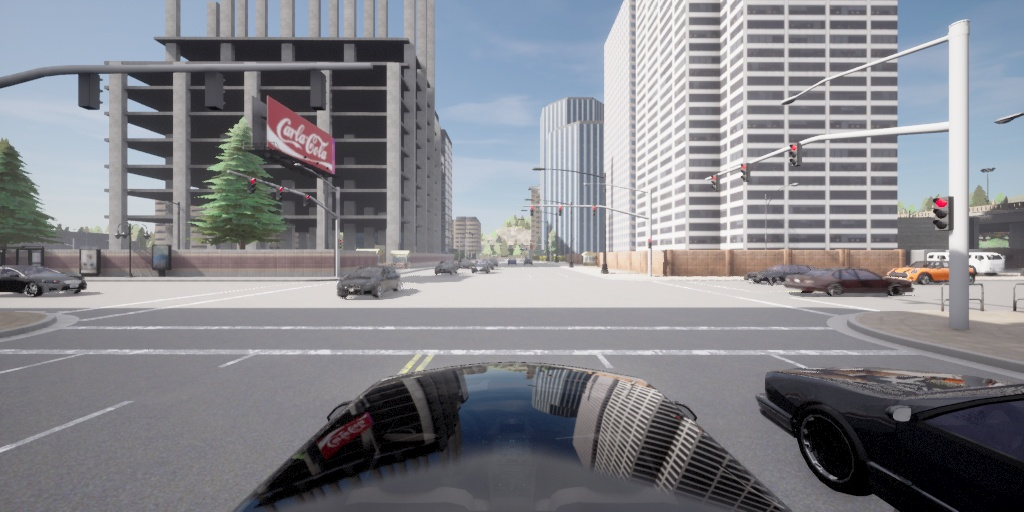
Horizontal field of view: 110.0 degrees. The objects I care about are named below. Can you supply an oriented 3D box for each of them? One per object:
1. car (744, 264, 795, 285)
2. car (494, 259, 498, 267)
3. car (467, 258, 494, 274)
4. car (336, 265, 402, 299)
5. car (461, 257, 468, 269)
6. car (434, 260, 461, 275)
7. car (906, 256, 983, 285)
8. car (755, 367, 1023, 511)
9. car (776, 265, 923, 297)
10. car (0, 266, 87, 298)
[{"bbox_3d":[19.646,1.297,25.495,5.357,1.411,2.033,0,0,0],"label":"car"},{"bbox_3d":[-3.577,1.241,51.853,2.128,1.511,4.902,0,0,0],"label":"car"},{"bbox_3d":[-3.584,1.241,41.786,2.128,1.511,4.902,0,0,0],"label":"car"},{"bbox_3d":[-7.093,1.255,18.271,1.837,1.490,4.892,0,0,0],"label":"car"},{"bbox_3d":[-7.074,1.253,52.621,1.837,1.490,4.892,0,0,0],"label":"car"},{"bbox_3d":[-7.084,1.252,38.781,1.837,1.490,4.892,0,1,0],"label":"car"},{"bbox_3d":[29.655,1.102,25.517,4.553,1.767,2.097,0,0,1],"label":"car"},{"bbox_3d":[3.597,1.297,1.449,2.033,1.411,5.357,0,0,0],"label":"car"},{"bbox_3d":[16.944,1.297,18.223,5.357,1.411,2.033,0,0,-1],"label":"car"},{"bbox_3d":[-24.548,1.241,18.079,4.902,1.511,2.128,0,0,0],"label":"car"}]
